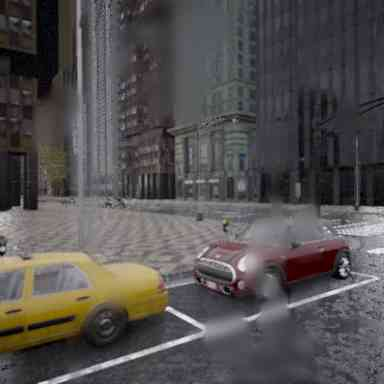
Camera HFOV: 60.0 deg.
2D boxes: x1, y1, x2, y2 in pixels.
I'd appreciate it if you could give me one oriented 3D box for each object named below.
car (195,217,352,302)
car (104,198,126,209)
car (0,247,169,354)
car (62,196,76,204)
[{"bbox_3d":[2.031,1.401,8.100,4.097,1.590,1.967,0,0,-35],"label":"car"},{"bbox_3d":[-11.094,1.603,47.625,1.837,1.490,4.892,-1,2,-35],"label":"car"},{"bbox_3d":[-2.668,1.523,4.749,4.829,1.417,1.752,0,0,-35],"label":"car"},{"bbox_3d":[-24.745,1.620,66.784,2.128,1.511,4.902,-1,0,-35],"label":"car"}]
